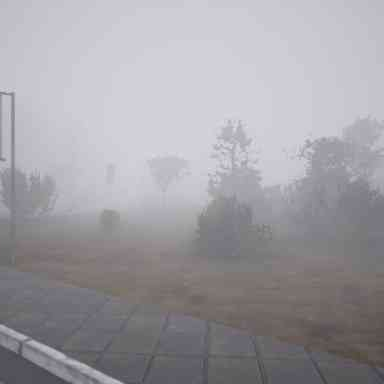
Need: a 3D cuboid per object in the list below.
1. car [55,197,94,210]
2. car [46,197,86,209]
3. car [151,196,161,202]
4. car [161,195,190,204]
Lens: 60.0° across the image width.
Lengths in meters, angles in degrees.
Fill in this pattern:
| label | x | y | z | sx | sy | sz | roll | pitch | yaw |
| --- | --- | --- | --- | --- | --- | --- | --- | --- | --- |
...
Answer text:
| label | x | y | z | sx | sy | sz | roll | pitch | yaw |
| --- | --- | --- | --- | --- | --- | --- | --- | --- | --- |
| car | -15.302 | 1.471 | 43.703 | 2.128 | 1.511 | 4.902 | 0 | 0 | 39 |
| car | -17.528 | 1.467 | 46.514 | 2.128 | 1.511 | 4.902 | 0 | 0 | 39 |
| car | -5.447 | 1.338 | 61.488 | 1.895 | 1.301 | 4.718 | 0 | 1 | 38 |
| car | -2.568 | 1.281 | 59.485 | 2.033 | 1.411 | 5.357 | 0 | 1 | 38 |
